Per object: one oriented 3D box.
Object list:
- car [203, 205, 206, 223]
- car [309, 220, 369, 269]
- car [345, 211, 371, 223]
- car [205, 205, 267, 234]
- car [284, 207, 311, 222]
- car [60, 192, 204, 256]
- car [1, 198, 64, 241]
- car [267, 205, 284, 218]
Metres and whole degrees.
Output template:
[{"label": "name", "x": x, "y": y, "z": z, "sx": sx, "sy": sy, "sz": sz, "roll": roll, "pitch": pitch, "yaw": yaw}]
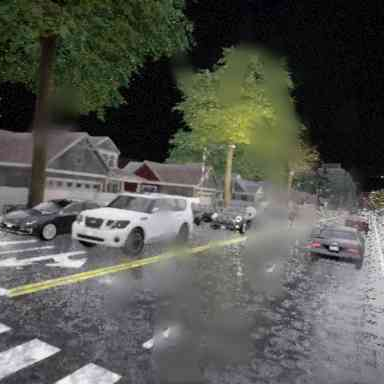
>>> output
[{"label": "car", "x": 0.605, "y": 1.595, "z": 24.205, "sx": 2.033, "sy": 1.411, "sz": 5.357, "roll": 5, "pitch": 0, "yaw": 28}, {"label": "car", "x": 6.150, "y": 2.123, "z": 13.810, "sx": 2.033, "sy": 1.411, "sz": 5.357, "roll": 5, "pitch": 0, "yaw": 28}, {"label": "car", "x": 14.893, "y": 2.869, "z": 30.000, "sx": 1.882, "sy": 1.535, "sz": 5.008, "roll": 5, "pitch": 0, "yaw": 28}, {"label": "car", "x": 2.962, "y": 1.625, "z": 21.715, "sx": 2.097, "sy": 1.767, "sz": 4.553, "roll": 5, "pitch": 0, "yaw": 28}, {"label": "car", "x": 13.063, "y": 2.564, "z": 40.280, "sx": 2.097, "sy": 1.767, "sz": 4.553, "roll": 5, "pitch": 0, "yaw": 29}, {"label": "car", "x": -1.894, "y": 1.039, "z": 12.747, "sx": 2.150, "sy": 2.045, "sz": 5.566, "roll": 5, "pitch": 0, "yaw": 27}, {"label": "car", "x": -5.122, "y": 1.019, "z": 13.587, "sx": 1.837, "sy": 1.490, "sz": 4.892, "roll": 5, "pitch": 0, "yaw": 28}, {"label": "car", "x": 10.424, "y": 2.442, "z": 42.219, "sx": 1.882, "sy": 1.535, "sz": 5.008, "roll": 5, "pitch": 0, "yaw": 29}]
